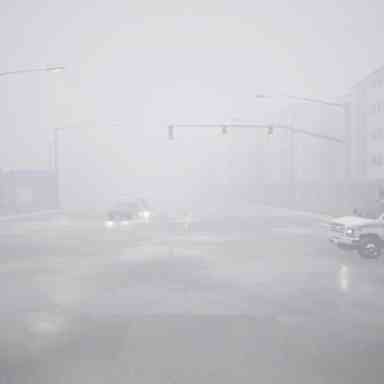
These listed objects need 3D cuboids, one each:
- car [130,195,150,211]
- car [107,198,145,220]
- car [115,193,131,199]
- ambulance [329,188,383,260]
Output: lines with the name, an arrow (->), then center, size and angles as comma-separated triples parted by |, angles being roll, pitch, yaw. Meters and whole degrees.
car -> -6.136, 1.439, 40.454 | 2.128, 1.511, 4.902 | 0, 0, -8
car -> -5.698, 1.526, 28.369 | 2.033, 1.411, 5.357 | 0, 0, 1
car -> -11.226, 1.128, 55.934 | 2.150, 2.045, 5.566 | 0, 0, -29
ambulance -> 8.349, 1.055, 11.943 | 6.366, 2.431, 2.351 | 0, 0, 0
